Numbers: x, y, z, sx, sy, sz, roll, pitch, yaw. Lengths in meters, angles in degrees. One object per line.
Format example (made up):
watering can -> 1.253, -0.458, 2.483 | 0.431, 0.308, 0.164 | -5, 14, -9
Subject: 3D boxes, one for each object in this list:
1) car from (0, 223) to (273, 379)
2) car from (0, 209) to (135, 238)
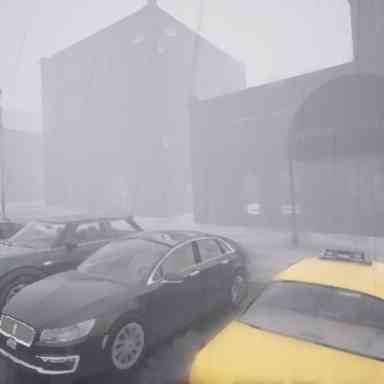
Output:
car -> -0.641, 1.466, 5.785 | 2.231, 1.521, 4.892 | 0, 0, 36
car -> -2.916, 1.327, 7.439 | 2.185, 1.767, 4.553 | 0, 0, 36
